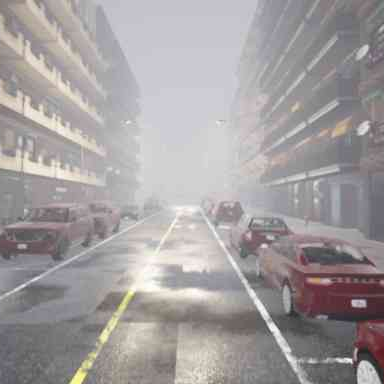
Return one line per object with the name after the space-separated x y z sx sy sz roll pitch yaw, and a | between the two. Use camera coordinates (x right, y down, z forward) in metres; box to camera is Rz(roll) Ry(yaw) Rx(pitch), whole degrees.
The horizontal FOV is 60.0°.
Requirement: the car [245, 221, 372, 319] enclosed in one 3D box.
2.569 1.596 7.353 1.887 1.381 4.507 1 0 0 | car

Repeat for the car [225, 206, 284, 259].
2.568 1.530 12.886 1.967 1.590 4.097 1 0 0 | car

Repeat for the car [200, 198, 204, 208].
2.456 1.938 46.071 1.802 1.307 4.206 1 -1 0 | car

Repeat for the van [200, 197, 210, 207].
2.427 1.856 62.667 1.690 1.788 3.998 1 -1 0 | van

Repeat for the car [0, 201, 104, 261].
-5.317 1.405 12.931 2.192 1.841 5.009 1 0 0 | car

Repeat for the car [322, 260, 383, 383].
2.580 1.558 1.823 1.887 1.381 4.507 1 0 0 | car

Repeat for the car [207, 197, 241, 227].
2.507 1.486 23.948 2.192 1.841 5.009 1 0 0 | car

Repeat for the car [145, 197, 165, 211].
-5.384 1.671 46.113 2.192 1.841 5.009 1 -1 0 | car

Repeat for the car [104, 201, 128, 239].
-5.328 1.445 18.461 2.192 1.841 5.009 1 0 0 | car

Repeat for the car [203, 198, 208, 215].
2.481 1.700 35.010 1.967 1.590 4.097 1 -1 0 | car

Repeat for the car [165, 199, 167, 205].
-5.401 1.952 51.642 1.887 1.381 4.507 1 -1 0 | car

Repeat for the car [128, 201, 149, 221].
-5.357 1.781 29.522 1.947 1.339 4.313 1 0 0 | car

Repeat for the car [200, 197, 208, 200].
2.439 1.775 57.136 2.192 1.841 5.009 1 -1 0 | car

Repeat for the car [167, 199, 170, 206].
-5.436 2.154 68.234 1.802 1.307 4.206 1 -1 0 | car
